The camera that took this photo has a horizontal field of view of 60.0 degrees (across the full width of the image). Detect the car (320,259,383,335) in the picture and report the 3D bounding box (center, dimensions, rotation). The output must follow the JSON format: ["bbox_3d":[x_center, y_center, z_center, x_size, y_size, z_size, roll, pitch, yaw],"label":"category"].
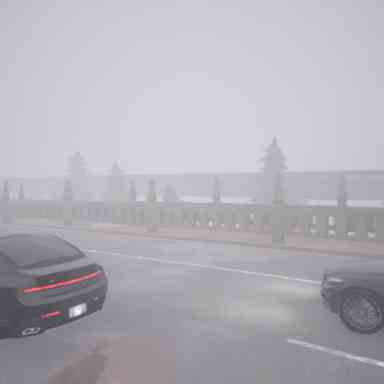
[{"bbox_3d":[4.412,1.500,4.977,4.674,1.442,1.812,0,0,36],"label":"car"}]

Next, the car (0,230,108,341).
[{"bbox_3d":[-3.716,1.481,6.176,4.892,1.490,1.837,0,0,32],"label":"car"}]
